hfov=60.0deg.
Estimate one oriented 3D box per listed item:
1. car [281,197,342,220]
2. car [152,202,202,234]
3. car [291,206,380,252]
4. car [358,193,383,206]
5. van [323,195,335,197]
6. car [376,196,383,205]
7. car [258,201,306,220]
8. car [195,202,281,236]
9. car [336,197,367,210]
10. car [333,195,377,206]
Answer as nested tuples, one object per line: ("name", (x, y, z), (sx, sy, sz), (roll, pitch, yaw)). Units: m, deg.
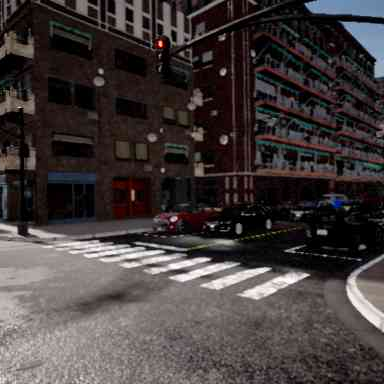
("car", (8.998, 1.335, 24.777), (2.128, 1.511, 4.902), (-1, 0, 43))
("car", (-0.314, 1.373, 18.535), (1.967, 1.590, 4.097), (-1, -1, 43))
("car", (5.836, 1.399, 12.840), (1.947, 1.339, 4.313), (-1, -1, 43))
("car", (22.655, 1.065, 43.369), (2.192, 1.841, 5.009), (-1, -1, 43))
("van", (14.998, 1.152, 35.091), (1.690, 1.788, 3.998), (-1, -1, 43))
("car", (30.316, 1.255, 51.644), (1.947, 1.339, 4.313), (-1, -1, 43))
("car", (7.344, 1.438, 26.812), (1.947, 1.339, 4.313), (-1, -1, 43))
("car", (2.607, 1.399, 17.874), (1.837, 1.490, 4.892), (-1, 0, 43))
("car", (18.830, 1.331, 39.228), (2.008, 1.369, 4.403), (-1, -1, 43))
("car", (15.784, 1.281, 32.103), (2.128, 1.511, 4.902), (-1, 0, 43))
